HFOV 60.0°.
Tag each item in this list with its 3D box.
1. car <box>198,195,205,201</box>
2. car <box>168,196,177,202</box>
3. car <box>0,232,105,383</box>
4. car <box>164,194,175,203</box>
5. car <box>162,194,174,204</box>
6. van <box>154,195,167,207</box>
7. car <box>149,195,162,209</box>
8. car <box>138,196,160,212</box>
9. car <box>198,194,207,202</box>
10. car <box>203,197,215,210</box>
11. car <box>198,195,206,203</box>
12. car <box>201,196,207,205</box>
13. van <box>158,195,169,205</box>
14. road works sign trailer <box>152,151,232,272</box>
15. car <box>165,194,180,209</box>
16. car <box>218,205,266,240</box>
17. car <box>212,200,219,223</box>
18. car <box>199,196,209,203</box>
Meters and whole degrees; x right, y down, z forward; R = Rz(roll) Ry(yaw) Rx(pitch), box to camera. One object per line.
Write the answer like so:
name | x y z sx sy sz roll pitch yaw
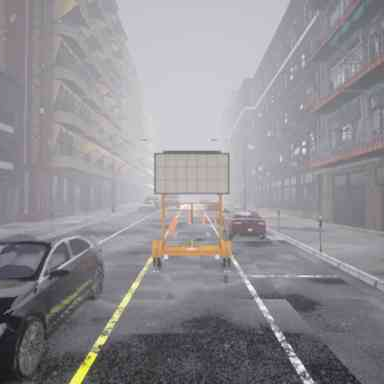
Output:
car | 2.627 1.729 94.502 1.967 1.590 4.097 1 0 0
car | -5.226 1.825 89.036 1.947 1.339 4.313 1 0 0
car | -2.846 1.495 5.540 2.128 1.511 4.902 0 0 0
car | -5.229 1.521 77.974 2.192 1.841 5.009 1 0 0
car | -5.233 1.497 72.444 2.192 1.841 5.009 1 0 0
van | -5.246 1.456 55.852 1.690 1.788 3.998 2 0 0
car | -5.255 1.396 44.793 2.192 1.841 5.009 2 0 0
car | -5.265 1.591 39.091 1.752 1.417 4.829 2 0 0
car | 2.622 1.546 83.439 2.192 1.841 5.009 1 0 0
car | 2.615 1.611 39.191 1.887 1.381 4.507 1 0 0
car | 2.633 1.680 61.315 1.887 1.381 4.507 1 0 0
car | 2.619 1.632 44.723 2.008 1.369 4.403 1 0 0
van | -5.243 1.477 61.384 1.690 1.788 3.998 1 0 0
road works sign trailer | -0.002 0.474 10.752 2.380 3.560 2.880 0 0 0
car | -2.813 1.306 46.014 2.150 2.045 5.566 0 0 0
car | 2.597 1.563 17.069 1.887 1.381 4.507 1 0 0
car | 2.602 1.553 22.771 1.752 1.417 4.829 1 0 0
car | 2.652 1.621 72.377 1.967 1.590 4.097 1 0 0
